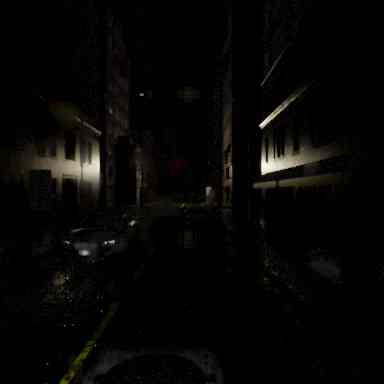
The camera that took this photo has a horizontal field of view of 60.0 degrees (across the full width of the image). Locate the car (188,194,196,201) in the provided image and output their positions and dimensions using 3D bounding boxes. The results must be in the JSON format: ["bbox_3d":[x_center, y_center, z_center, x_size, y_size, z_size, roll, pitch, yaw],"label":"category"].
[{"bbox_3d":[-0.003,1.485,86.083,1.812,1.442,4.674,0,0,0],"label":"car"}]

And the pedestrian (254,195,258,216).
[{"bbox_3d":[5.634,1.152,29.049,0.375,1.860,0.375,0,0,0],"label":"pedestrian"}]

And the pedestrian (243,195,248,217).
[{"bbox_3d":[4.634,1.148,28.449,0.375,1.860,0.375,0,0,0],"label":"pedestrian"}]

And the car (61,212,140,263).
[{"bbox_3d":[-3.095,1.496,12.050,2.128,1.511,4.902,0,0,0],"label":"car"}]

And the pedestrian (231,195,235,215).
[{"bbox_3d":[3.634,1.146,29.649,0.375,1.860,0.375,0,0,0],"label":"pedestrian"}]
